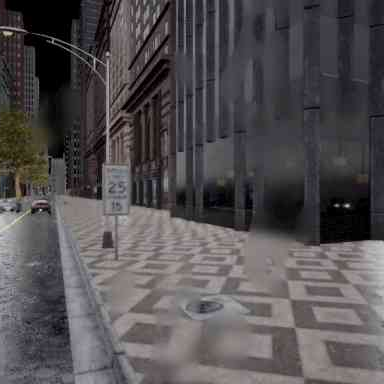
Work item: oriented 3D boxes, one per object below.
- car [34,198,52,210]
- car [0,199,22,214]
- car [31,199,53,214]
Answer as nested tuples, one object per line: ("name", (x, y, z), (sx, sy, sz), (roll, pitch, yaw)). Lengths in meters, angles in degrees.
("car", (-20.133, 1.608, 45.188), (2.033, 1.411, 5.357), (0, 0, -22))
("car", (-19.698, 1.532, 36.250), (2.128, 1.511, 4.902), (0, 0, -22))
("car", (-16.091, 1.544, 35.591), (1.837, 1.490, 4.892), (0, 0, -22))
